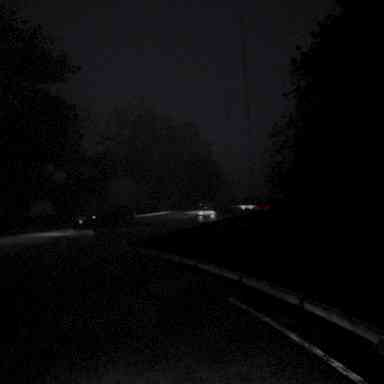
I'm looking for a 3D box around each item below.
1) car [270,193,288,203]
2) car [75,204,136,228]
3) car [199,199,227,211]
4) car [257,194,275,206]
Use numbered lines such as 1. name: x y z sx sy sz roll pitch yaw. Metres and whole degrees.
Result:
1. car: 15.275 1.023 58.191 2.097 1.767 4.553 -1 0 26
2. car: -5.867 1.569 22.925 2.128 1.511 4.902 -1 0 26
3. car: 2.563 1.513 40.246 1.895 1.301 4.718 -1 0 26
4. car: 10.952 1.282 49.174 1.812 1.442 4.674 -1 0 26
